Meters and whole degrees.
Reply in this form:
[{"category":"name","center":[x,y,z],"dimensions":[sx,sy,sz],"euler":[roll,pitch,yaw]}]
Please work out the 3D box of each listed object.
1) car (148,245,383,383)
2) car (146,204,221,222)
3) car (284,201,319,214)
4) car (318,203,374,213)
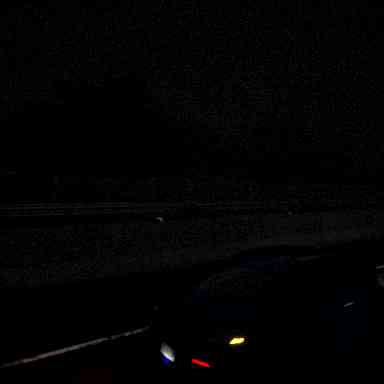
[{"category":"car","center":[1.613,1.537,4.896],"dimensions":[4.674,1.442,1.812],"euler":[0,0,-35]},{"category":"car","center":[-0.481,1.511,20.844],"dimensions":[5.008,1.535,1.882],"euler":[0,0,-35]},{"category":"car","center":[11.753,1.645,33.857],"dimensions":[5.357,1.411,2.033],"euler":[0,0,-35]},{"category":"car","center":[12.471,1.629,25.779],"dimensions":[5.357,1.411,2.033],"euler":[0,0,-35]}]
